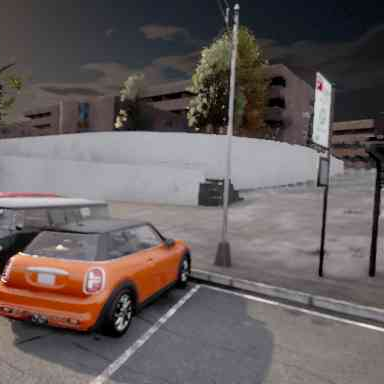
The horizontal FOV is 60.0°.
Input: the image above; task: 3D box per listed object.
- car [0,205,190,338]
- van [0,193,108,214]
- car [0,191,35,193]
[{"bbox_3d":[-1.558,1.342,7.016,2.185,1.767,4.553,2,0,17],"label":"car"},{"bbox_3d":[-3.966,1.142,8.759,1.878,1.987,4.442,3,0,17],"label":"van"},{"bbox_3d":[-6.341,1.019,10.651,2.435,2.045,5.566,3,0,17],"label":"car"}]
